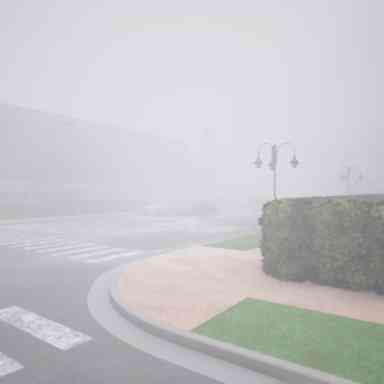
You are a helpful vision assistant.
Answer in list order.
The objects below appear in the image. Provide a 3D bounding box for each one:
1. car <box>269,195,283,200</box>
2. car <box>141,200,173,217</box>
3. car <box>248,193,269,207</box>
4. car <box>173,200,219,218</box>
[{"bbox_3d":[13.264,1.520,48.861,1.837,1.490,4.892,0,0,31],"label":"car"},{"bbox_3d":[-2.822,1.538,31.816,1.812,1.442,4.674,0,0,35],"label":"car"},{"bbox_3d":[10.442,1.238,50.904,2.150,2.045,5.566,0,0,29],"label":"car"},{"bbox_3d":[0.689,1.516,30.713,1.837,1.490,4.892,0,1,35],"label":"car"}]
